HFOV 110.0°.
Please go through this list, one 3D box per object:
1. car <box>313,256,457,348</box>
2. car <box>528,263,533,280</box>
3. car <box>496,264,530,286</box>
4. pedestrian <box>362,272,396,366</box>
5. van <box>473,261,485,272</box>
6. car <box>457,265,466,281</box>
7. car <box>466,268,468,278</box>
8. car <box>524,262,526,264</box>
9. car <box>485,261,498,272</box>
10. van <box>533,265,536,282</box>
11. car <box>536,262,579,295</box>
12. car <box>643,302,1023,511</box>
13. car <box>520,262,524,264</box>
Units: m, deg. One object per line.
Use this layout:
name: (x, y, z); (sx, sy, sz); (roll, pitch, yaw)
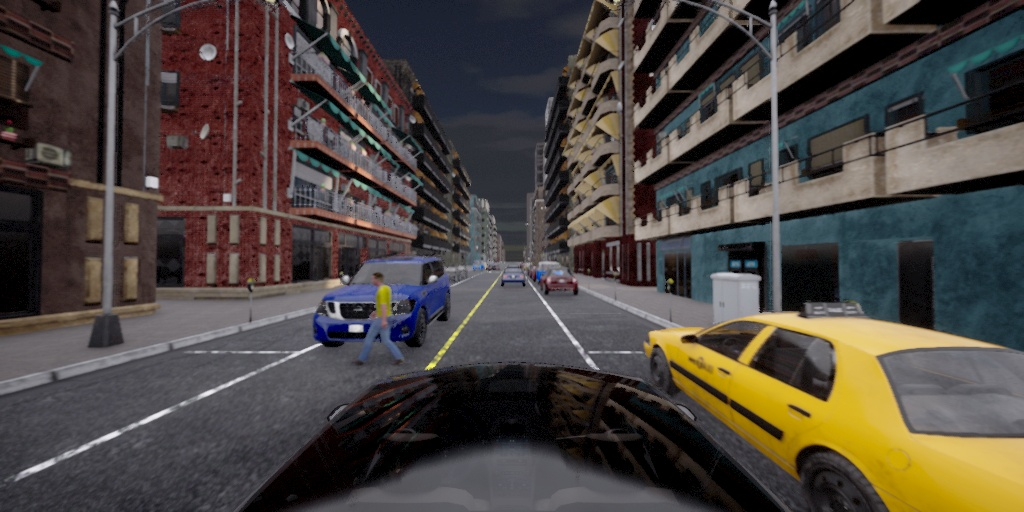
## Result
car: (-3.094, 1.041, 9.876); (2.150, 2.045, 5.566); (0, 1, 0)
car: (2.723, 1.600, 32.444); (1.888, 1.381, 4.507); (0, 0, 0)
car: (0.105, 1.559, 28.150); (2.033, 1.411, 5.357); (0, -1, 0)
pedestrian: (-2.468, 1.092, 6.665); (0.375, 1.860, 0.375); (1, -1, 0)
van: (-5.629, 1.677, 60.080); (1.690, 1.789, 3.998); (0, 0, 0)
car: (-5.658, 1.606, 32.466); (2.007, 1.370, 4.403); (0, 0, 0)
car: (-5.652, 1.661, 37.989); (2.007, 1.370, 4.403); (0, 0, 0)
car: (2.734, 1.733, 43.491); (1.948, 1.339, 4.313); (0, 0, 0)
car: (-2.968, 1.897, 59.689); (1.994, 1.385, 4.181); (0, -1, 0)
van: (2.718, 1.340, 26.920); (1.690, 1.789, 3.998); (0, 0, 0)
car: (2.712, 1.384, 21.397); (1.967, 1.591, 4.097); (0, 0, 0)
car: (3.001, 1.225, 3.657); (1.801, 1.575, 5.366); (0, -1, 0)
car: (0.132, 1.729, 44.893); (2.033, 1.411, 5.357); (0, -1, 0)
